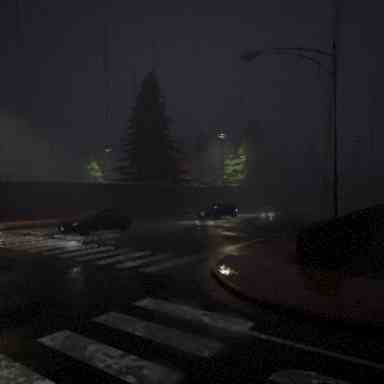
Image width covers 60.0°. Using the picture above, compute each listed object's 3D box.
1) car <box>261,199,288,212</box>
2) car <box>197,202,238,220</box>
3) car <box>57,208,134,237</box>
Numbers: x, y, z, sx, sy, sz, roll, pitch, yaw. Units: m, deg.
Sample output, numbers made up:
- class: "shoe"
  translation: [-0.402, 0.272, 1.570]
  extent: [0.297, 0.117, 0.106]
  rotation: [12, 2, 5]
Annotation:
- class: "car"
  translation: [9.990, 1.621, 40.289]
  extent: [2.128, 1.511, 4.902]
  rotation: [-1, 0, 37]
- class: "car"
  translation: [2.326, 1.621, 29.874]
  extent: [2.128, 1.511, 4.902]
  rotation: [-1, 0, 36]
- class: "car"
  translation: [-5.404, 1.655, 19.248]
  extent: [1.812, 1.442, 4.674]
  rotation: [-1, -1, 36]
